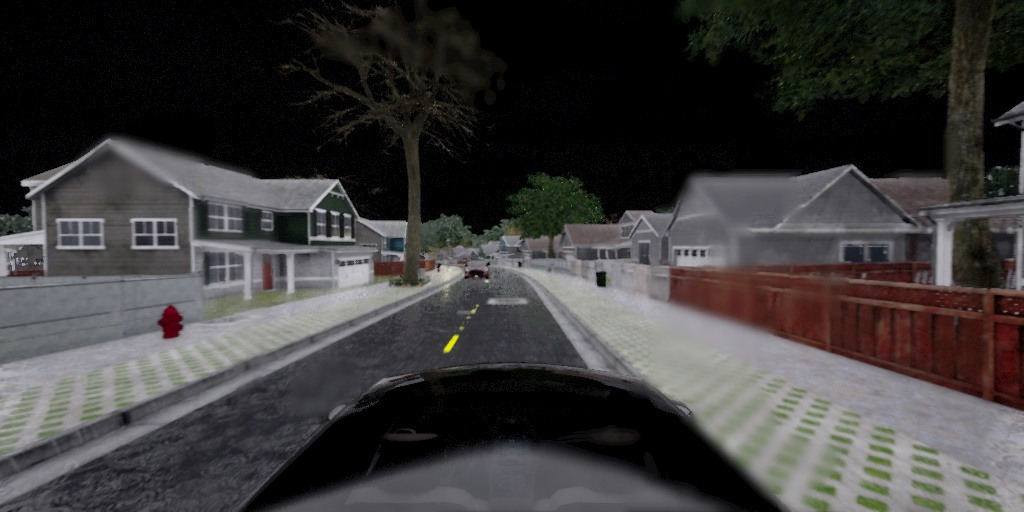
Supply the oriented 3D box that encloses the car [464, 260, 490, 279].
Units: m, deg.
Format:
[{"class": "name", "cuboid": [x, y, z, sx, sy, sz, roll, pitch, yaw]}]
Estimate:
[{"class": "car", "cuboid": [-3.119, 1.119, 32.450, 2.097, 1.767, 4.553, 0, 0, -3]}]
